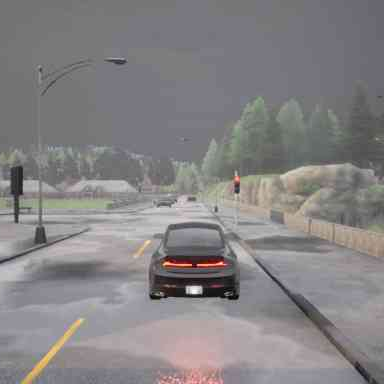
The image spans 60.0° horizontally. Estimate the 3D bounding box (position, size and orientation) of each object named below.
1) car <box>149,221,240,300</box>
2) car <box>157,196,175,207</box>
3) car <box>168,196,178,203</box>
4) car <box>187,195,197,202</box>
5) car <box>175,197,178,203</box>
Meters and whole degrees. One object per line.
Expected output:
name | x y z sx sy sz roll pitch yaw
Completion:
car | 0.058 1.505 8.375 1.837 1.490 4.892 0 0 0
car | -4.114 1.564 49.740 1.994 1.385 4.181 0 0 0
car | -4.026 1.595 69.937 1.895 1.301 4.718 0 0 0
car | -0.027 1.324 70.993 1.882 1.535 5.008 0 0 0
car | -4.100 1.505 59.755 1.837 1.490 4.892 0 0 0
